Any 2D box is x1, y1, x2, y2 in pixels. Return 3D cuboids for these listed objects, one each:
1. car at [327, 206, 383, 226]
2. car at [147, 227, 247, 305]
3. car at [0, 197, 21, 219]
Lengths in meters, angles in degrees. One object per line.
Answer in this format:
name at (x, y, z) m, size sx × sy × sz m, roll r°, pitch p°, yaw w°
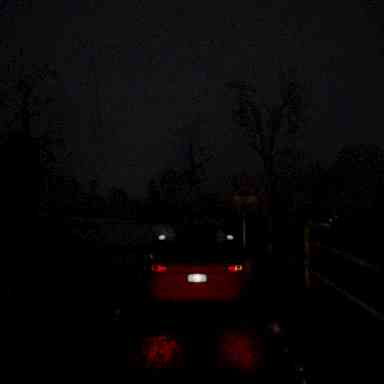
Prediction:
car at (12.931, 1.756, 24.613) m, size 5.357 × 1.411 × 2.033 m, roll 1°, pitch 1°, yaw 0°
car at (0.101, 1.537, 8.071) m, size 1.994 × 1.385 × 4.181 m, roll 0°, pitch 0°, yaw 0°
car at (-14.592, 1.110, 24.602) m, size 4.902 × 1.511 × 2.128 m, roll 1°, pitch 1°, yaw 1°
